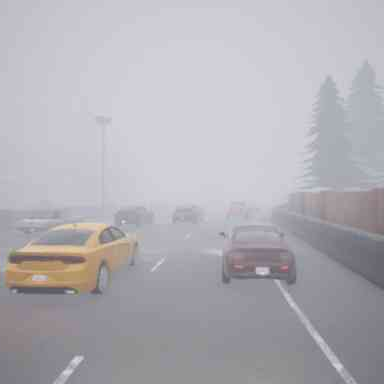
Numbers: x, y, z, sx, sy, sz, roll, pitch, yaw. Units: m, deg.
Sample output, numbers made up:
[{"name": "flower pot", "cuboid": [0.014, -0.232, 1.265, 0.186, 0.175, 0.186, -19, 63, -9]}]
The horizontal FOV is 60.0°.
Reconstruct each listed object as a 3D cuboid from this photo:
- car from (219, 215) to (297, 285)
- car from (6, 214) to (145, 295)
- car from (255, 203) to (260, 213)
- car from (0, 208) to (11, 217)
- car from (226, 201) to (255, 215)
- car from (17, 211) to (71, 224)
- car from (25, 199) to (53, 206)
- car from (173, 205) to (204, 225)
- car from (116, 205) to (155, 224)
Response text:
[{"name": "car", "cuboid": [1.784, 1.621, 9.755, 1.812, 1.442, 4.674, 0, -1, 5]}, {"name": "car", "cuboid": [-2.830, 1.579, 9.058, 1.882, 1.535, 5.008, 0, -1, 5]}, {"name": "car", "cuboid": [7.598, 2.016, 43.070, 1.895, 1.301, 4.718, 0, -1, 20]}, {"name": "car", "cuboid": [-17.974, 1.893, 28.596, 2.033, 1.411, 5.357, 0, -1, 11]}, {"name": "car", "cuboid": [4.793, 1.677, 33.394, 2.097, 1.767, 4.553, 0, -1, 16]}, {"name": "car", "cuboid": [-8.505, 1.837, 20.610, 1.895, 1.301, 4.718, 0, -1, 9]}, {"name": "car", "cuboid": [-23.119, 1.762, 50.561, 1.812, 1.442, 4.674, 0, -1, 18]}, {"name": "car", "cuboid": [-0.222, 1.767, 26.980, 2.128, 1.511, 4.902, 0, -1, 12]}, {"name": "car", "cuboid": [-4.199, 1.771, 24.926, 1.837, 1.490, 4.892, 0, -1, 10]}]
